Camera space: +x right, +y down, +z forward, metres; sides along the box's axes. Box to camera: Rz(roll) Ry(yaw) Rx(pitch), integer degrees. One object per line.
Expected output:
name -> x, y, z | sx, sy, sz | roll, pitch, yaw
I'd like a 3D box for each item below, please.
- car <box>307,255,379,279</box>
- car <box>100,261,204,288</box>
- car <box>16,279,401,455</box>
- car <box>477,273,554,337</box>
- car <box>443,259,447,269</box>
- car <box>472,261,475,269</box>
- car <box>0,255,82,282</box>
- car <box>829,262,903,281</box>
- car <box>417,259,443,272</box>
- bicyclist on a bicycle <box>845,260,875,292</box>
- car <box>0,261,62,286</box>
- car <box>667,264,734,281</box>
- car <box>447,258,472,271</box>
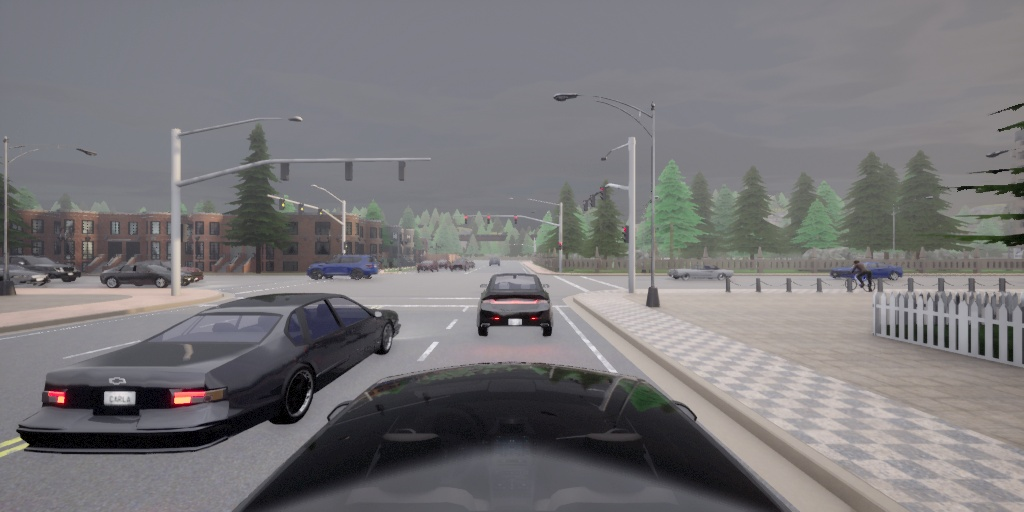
car -> -14.181, 0.971, 30.248 | 5.566, 2.045, 2.150 | 0, 0, 0
car -> -23.190, 1.255, 22.950 | 4.892, 1.490, 1.837 | 0, 0, -3
car -> -3.437, 1.297, 5.669 | 2.033, 1.411, 5.357 | 0, 0, 0
car -> 0.081, 1.242, 10.337 | 2.128, 1.511, 4.902 | 0, 0, 0
car -> -10.585, 1.228, 54.985 | 1.882, 1.535, 5.008 | 0, 0, 0
car -> -7.064, 1.314, 57.566 | 1.994, 1.385, 4.181 | 0, 0, 0
car -> -35.173, 0.972, 26.035 | 5.566, 2.045, 2.150 | 0, 0, -6
car -> 29.343, 1.228, 29.798 | 5.008, 1.535, 1.882 | 0, 0, 0
car -> -10.581, 1.228, 45.534 | 1.882, 1.535, 5.008 | 0, 0, 0
bicyclist on a bicycle -> 18.248, 1.052, 18.826 | 0.582, 1.620, 1.656 | 0, 0, 0
car -> -32.555, 1.242, 22.709 | 4.902, 1.511, 2.128 | 0, 0, -4
car -> 15.560, 1.351, 29.812 | 4.718, 1.301, 1.895 | 0, 0, 0
car -> -7.065, 1.102, 48.928 | 2.097, 1.767, 4.553 | 0, 0, 0
